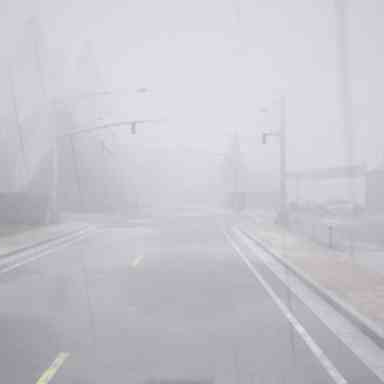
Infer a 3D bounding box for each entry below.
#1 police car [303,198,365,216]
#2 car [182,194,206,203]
[{"bbox_3d":[12.608,1.371,29.744,4.974,1.542,2.038,0,0,1],"label":"police car"},{"bbox_3d":[0.455,1.195,63.027,5.008,1.535,1.882,0,0,-37],"label":"car"}]
